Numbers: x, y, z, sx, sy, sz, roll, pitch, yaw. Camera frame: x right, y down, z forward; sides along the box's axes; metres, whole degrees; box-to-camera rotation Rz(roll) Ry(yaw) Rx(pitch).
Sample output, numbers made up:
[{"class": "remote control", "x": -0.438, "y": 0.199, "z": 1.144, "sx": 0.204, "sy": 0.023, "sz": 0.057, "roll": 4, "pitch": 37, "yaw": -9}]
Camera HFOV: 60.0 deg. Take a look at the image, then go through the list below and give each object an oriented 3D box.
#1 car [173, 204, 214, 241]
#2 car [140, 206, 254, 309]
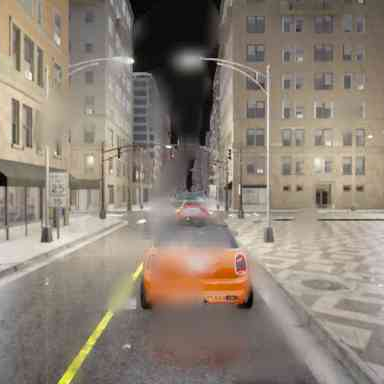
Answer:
[{"class": "car", "x": 0.070, "y": 1.473, "z": 17.618, "sx": 1.882, "sy": 1.535, "sz": 5.008, "roll": 0, "pitch": 0, "yaw": 0}, {"class": "car", "x": 0.083, "y": 1.350, "z": 8.018, "sx": 2.097, "sy": 1.767, "sz": 4.553, "roll": 0, "pitch": 0, "yaw": 0}]
